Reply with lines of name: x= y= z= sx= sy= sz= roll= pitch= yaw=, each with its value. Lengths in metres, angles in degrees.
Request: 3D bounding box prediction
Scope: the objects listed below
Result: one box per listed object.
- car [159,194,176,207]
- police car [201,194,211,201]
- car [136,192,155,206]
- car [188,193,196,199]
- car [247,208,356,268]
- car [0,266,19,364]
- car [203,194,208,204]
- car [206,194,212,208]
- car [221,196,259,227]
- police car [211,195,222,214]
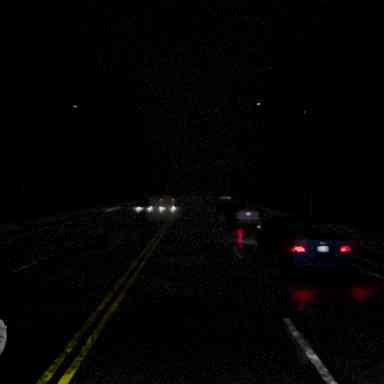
car: x=-3.326 y=1.113 z=46.446 sx=2.097 sy=1.767 sz=4.553 roll=0 pitch=0 yaw=0
police car: x=3.256 y=1.182 z=76.464 sx=2.038 sy=1.542 sz=4.974 roll=0 pitch=0 yaw=0
car: x=-6.573 y=0.981 z=48.016 sx=2.150 sy=2.045 sz=5.566 roll=0 pitch=0 yaw=0
car: x=0.007 y=1.040 z=85.761 sx=2.128 sy=1.511 sz=4.902 roll=0 pitch=0 yaw=0
car: x=3.352 y=1.480 z=10.986 sx=2.033 sy=1.411 sz=5.357 roll=0 pitch=0 yaw=1
car: x=-3.350 y=1.487 z=2.770 sx=1.837 sy=1.490 sz=4.892 roll=0 pitch=0 yaw=0
car: x=3.254 y=1.298 z=54.462 sx=1.994 sy=1.385 sz=4.181 roll=0 pitch=0 yaw=0
car: x=3.254 y=1.339 z=43.461 sx=1.994 sy=1.385 sz=4.181 roll=0 pitch=0 yaw=0
car: x=3.252 y=1.306 z=21.460 sx=2.033 sy=1.649 sz=4.856 roll=0 pitch=0 yaw=0
police car: x=3.253 y=1.245 z=32.570 sx=1.930 sy=1.638 sz=5.238 roll=0 pitch=0 yaw=0
